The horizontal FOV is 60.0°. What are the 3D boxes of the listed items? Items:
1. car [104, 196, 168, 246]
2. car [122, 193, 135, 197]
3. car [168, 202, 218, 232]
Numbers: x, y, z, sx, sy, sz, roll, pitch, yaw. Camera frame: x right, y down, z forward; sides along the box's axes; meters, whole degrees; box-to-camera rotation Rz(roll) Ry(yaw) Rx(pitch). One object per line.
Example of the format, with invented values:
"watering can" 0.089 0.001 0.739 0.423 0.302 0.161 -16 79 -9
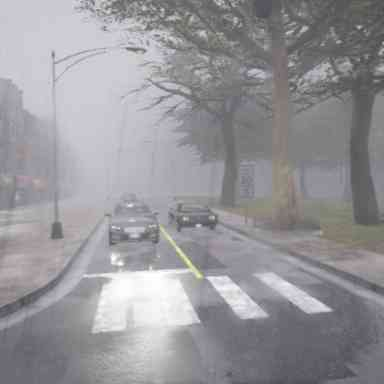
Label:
"car" -2.493 1.169 13.759 2.128 1.511 4.902 -1 2 -12
"car" -7.317 0.775 38.450 2.033 1.411 5.357 -1 1 -11
"car" -0.138 1.173 17.125 1.895 1.301 4.718 -1 1 -11
